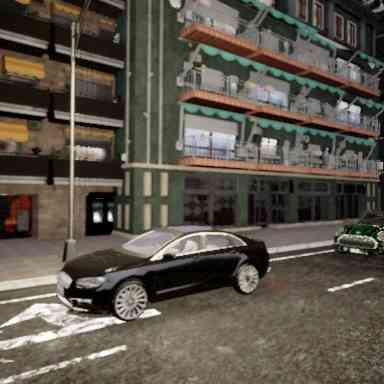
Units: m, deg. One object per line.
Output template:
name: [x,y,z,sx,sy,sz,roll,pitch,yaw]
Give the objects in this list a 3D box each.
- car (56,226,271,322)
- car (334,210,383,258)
car: [-0.370,1.545,7.416,4.902,1.511,2.128,1,-1,-35]
car: [7.614,1.530,13.109,4.553,1.767,2.097,1,-1,-36]
